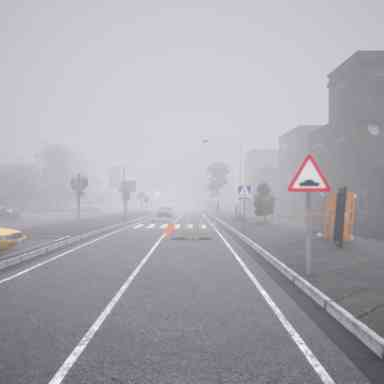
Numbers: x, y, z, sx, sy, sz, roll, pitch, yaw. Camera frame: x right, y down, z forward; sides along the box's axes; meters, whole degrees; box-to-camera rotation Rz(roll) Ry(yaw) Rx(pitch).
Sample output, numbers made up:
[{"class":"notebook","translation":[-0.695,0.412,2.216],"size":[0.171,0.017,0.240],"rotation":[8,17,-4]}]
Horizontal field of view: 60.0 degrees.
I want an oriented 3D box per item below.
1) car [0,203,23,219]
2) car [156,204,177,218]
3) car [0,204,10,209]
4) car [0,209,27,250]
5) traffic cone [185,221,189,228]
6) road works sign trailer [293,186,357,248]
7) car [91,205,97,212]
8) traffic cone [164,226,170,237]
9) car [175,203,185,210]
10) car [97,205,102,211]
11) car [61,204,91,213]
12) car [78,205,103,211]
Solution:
[{"class":"car","translation":[-21.950,2.127,37.489],"size":[4.553,1.767,2.185],"rotation":[0,-2,0]},{"class":"car","translation":[-3.281,2.482,41.201],"size":[2.033,1.411,5.357],"rotation":[0,-2,0]},{"class":"car","translation":[-21.890,2.189,34.315],"size":[4.674,1.452,2.002],"rotation":[0,-2,0]},{"class":"car","translation":[-9.369,1.586,12.939],"size":[5.366,1.575,1.946],"rotation":[0,-1,0]},{"class":"traffic cone","translation":[-0.365,2.328,24.193],"size":[0.340,0.580,0.340],"rotation":[0,-2,0]},{"class":"road works sign trailer","translation":[5.990,1.018,14.499],"size":[2.880,2.380,3.560],"rotation":[5,-1,13]},{"class":"car","translation":[-21.799,3.173,65.081],"size":[4.892,1.521,2.231],"rotation":[0,-2,0]},{"class":"traffic cone","translation":[-1.371,2.171,18.194],"size":[0.340,0.580,0.340],"rotation":[0,-1,0]},{"class":"car","translation":[-3.010,4.076,91.252],"size":[2.128,1.511,4.902],"rotation":[0,-2,0]},{"class":"car","translation":[-21.797,3.280,68.353],"size":[5.008,1.535,2.097],"rotation":[0,-2,0]},{"class":"car","translation":[-21.815,3.102,61.806],"size":[4.674,1.452,2.002],"rotation":[0,-2,0]},{"class":"car","translation":[-21.776,3.425,71.499],"size":[4.674,1.452,2.002],"rotation":[0,-2,0]}]
